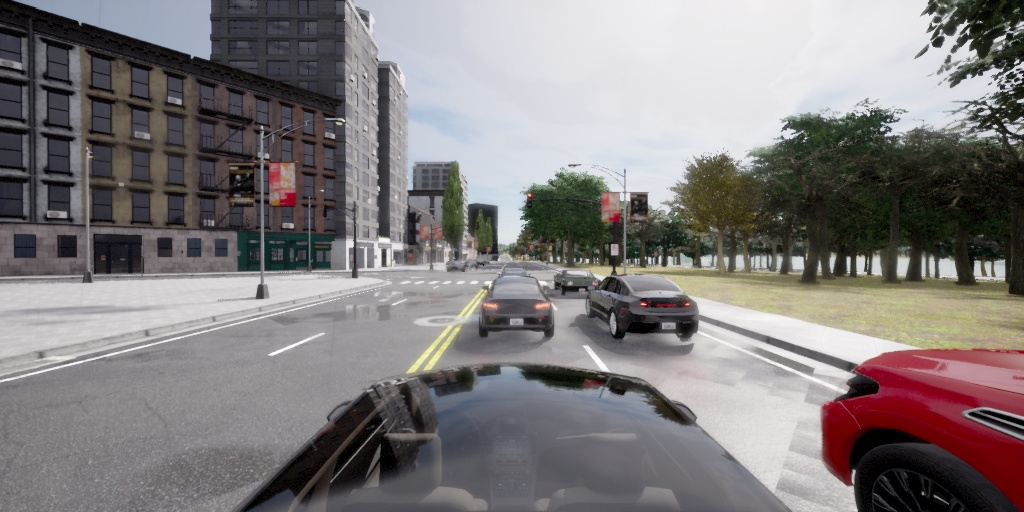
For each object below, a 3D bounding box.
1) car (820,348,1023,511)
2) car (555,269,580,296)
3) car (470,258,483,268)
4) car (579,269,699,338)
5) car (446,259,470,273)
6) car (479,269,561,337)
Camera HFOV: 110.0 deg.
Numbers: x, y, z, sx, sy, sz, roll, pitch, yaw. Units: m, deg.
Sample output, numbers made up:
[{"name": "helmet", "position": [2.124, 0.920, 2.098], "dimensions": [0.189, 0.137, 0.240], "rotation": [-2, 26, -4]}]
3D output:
[{"name": "car", "position": [3.348, 0.972, 0.235], "dimensions": [2.150, 2.045, 5.566], "rotation": [0, 0, 0]}, {"name": "car", "position": [3.379, 1.347, 19.411], "dimensions": [1.895, 1.301, 4.718], "rotation": [0, 0, 0]}, {"name": "car", "position": [-6.492, 1.225, 58.519], "dimensions": [2.128, 1.511, 4.902], "rotation": [0, 0, 0]}, {"name": "car", "position": [3.363, 1.253, 10.098], "dimensions": [1.837, 1.490, 4.892], "rotation": [0, 0, 0]}, {"name": "car", "position": [-6.527, 1.279, 42.636], "dimensions": [1.994, 1.385, 4.181], "rotation": [1, -1, 0]}, {"name": "car", "position": [0.116, 1.274, 10.136], "dimensions": [1.812, 1.442, 4.674], "rotation": [0, 0, 0]}]
